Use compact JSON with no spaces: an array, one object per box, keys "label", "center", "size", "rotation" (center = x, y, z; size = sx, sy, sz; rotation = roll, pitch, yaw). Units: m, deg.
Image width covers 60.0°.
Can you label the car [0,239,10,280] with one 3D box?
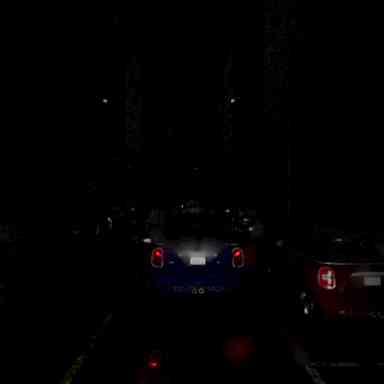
[{"label":"car","center":[-5.656,1.582,7.235],"size":[1.802,1.307,4.206],"rotation":[0,0,0]}]

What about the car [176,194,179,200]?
[{"label":"car","center":[-5.387,1.645,93.216],"size":[1.752,1.417,4.829],"rotation":[0,0,0]}]

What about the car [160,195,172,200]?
[{"label":"car","center":[-5.494,1.631,66.343],"size":[1.802,1.307,4.206],"rotation":[0,0,0]}]

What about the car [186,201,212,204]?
[{"label":"car","center":[0.134,1.480,18.071],"size":[1.882,1.535,5.008],"rotation":[0,0,0]}]

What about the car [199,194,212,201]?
[{"label":"car","center":[3.031,1.489,66.312],"size":[1.967,1.590,4.097],"rotation":[0,0,0]}]

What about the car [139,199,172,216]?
[{"label":"car","center":[-2.965,1.570,28.042],"size":[1.994,1.385,4.181],"rotation":[0,0,0]}]

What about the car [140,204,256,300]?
[{"label":"car","center":[0.117,1.352,8.565],"size":[2.097,1.767,4.553],"rotation":[0,0,0]}]

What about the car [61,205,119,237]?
[{"label":"car","center":[-5.632,1.568,18.238],"size":[1.947,1.339,4.313],"rotation":[0,0,0]}]

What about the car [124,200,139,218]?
[{"label":"car","center":[-5.609,1.446,29.241],"size":[1.967,1.590,4.097],"rotation":[0,0,0]}]

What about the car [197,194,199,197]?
[{"label":"car","center":[3.117,1.542,87.948],"size":[1.967,1.590,4.097],"rotation":[0,0,0]}]

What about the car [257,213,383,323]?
[{"label":"car","center":[2.869,1.441,7.217],"size":[1.967,1.590,4.097],"rotation":[0,0,0]}]

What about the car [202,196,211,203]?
[{"label":"car","center":[3.053,1.585,71.891],"size":[1.752,1.417,4.829],"rotation":[0,0,0]}]

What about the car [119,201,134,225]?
[{"label":"car","center":[-5.621,1.586,23.739],"size":[1.802,1.307,4.206],"rotation":[0,0,0]}]

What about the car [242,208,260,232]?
[{"label":"car","center":[2.893,1.553,18.219],"size":[2.008,1.369,4.403],"rotation":[0,0,0]}]

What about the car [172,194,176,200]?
[{"label":"car","center":[-5.450,1.622,77.160],"size":[2.008,1.369,4.403],"rotation":[0,0,0]}]

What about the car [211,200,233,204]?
[{"label":"car","center":[2.917,1.572,29.222],"size":[1.947,1.339,4.313],"rotation":[0,0,0]}]

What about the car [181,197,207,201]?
[{"label":"car","center":[0.060,1.462,28.093],"size":[1.801,1.575,5.366],"rotation":[0,0,0]}]
